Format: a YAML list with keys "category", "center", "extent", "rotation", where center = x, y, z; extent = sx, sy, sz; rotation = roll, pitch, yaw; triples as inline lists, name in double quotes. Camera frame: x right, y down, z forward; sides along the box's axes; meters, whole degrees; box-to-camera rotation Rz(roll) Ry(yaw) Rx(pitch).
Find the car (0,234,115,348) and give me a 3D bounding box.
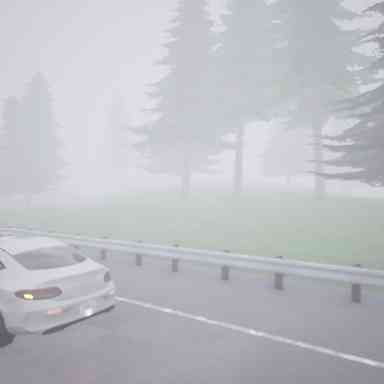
- category: "car"
  center: [-3.453, 1.537, 6.218]
  extent: [4.674, 1.442, 1.812]
  rotation: [0, 0, 34]
